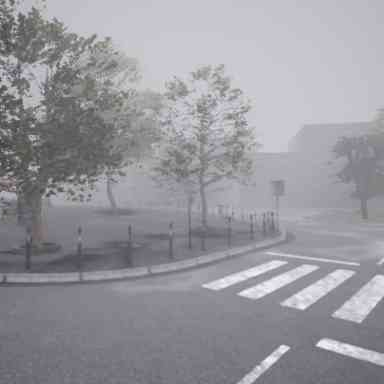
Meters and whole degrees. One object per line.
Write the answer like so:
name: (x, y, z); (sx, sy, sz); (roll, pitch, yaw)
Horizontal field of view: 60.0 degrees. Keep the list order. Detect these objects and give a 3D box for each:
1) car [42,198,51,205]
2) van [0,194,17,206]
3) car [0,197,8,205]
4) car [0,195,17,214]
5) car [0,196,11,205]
car: (-24.897, 1.320, 52.780); (2.185, 1.767, 4.553); (-1, -1, 39)
van: (-34.408, 1.465, 60.334); (1.878, 1.987, 4.442); (-2, -1, 39)
car: (-38.838, 1.854, 64.312); (1.946, 1.575, 5.366); (-2, -1, 39)
car: (-18.842, 1.394, 34.477); (2.128, 1.511, 4.902); (0, 0, -13)
car: (-36.711, 1.644, 62.310); (2.185, 1.767, 4.553); (-2, -1, 39)
